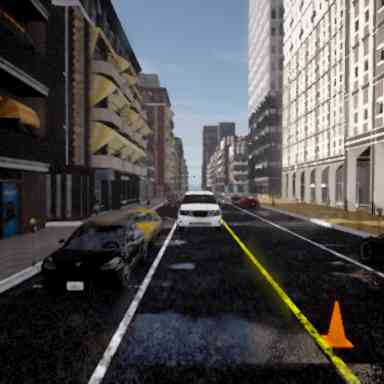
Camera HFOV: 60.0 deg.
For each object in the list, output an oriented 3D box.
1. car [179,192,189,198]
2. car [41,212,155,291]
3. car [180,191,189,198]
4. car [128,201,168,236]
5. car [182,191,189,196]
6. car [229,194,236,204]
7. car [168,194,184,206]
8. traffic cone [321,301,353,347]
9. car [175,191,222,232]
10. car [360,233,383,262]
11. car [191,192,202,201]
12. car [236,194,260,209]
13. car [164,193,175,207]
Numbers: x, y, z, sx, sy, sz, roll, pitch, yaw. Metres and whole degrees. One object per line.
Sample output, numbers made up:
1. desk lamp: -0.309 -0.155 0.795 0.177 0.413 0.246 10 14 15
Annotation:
1. car: -1.742 0.608 70.812 2.008 1.369 4.403 0 1 0
2. car: -2.269 1.437 8.685 1.947 1.339 4.313 0 1 0
3. car: -1.693 0.537 76.459 2.008 1.369 4.403 0 1 0
4. car: -2.222 1.323 14.163 1.752 1.417 4.829 0 1 0
5. car: -1.634 0.405 89.376 1.802 1.307 4.206 0 1 0
6. car: 6.447 0.930 48.149 2.008 1.369 4.403 0 1 0
7. car: -1.981 1.003 42.572 1.802 1.307 4.206 0 1 0
8. traffic cone: 2.114 1.895 4.867 0.340 0.580 0.340 0 1 0
9. car: 0.410 0.970 18.530 2.150 2.045 5.566 0 1 1
10. car: 6.112 1.469 8.615 1.947 1.339 4.313 0 1 0
11. car: 0.848 0.726 58.698 1.837 1.490 4.892 0 1 0
12. car: 6.351 1.072 36.853 1.887 1.381 4.507 0 1 0
13. car: -2.028 0.936 36.922 1.967 1.590 4.097 0 1 0
